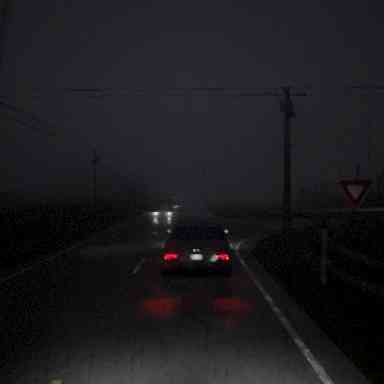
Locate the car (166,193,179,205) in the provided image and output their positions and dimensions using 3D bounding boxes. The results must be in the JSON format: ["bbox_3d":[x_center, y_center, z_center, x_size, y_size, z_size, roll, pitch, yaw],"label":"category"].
[{"bbox_3d":[-3.413,1.138,55.667,2.150,2.045,5.566,0,0,0],"label":"car"}]

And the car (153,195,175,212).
[{"bbox_3d":[-3.298,1.448,38.631,1.837,1.490,4.892,0,0,0],"label":"car"}]

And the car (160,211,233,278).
[{"bbox_3d":[0.170,1.533,10.083,2.033,1.411,5.357,0,0,2],"label":"car"}]
